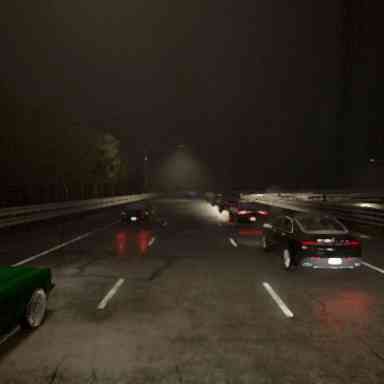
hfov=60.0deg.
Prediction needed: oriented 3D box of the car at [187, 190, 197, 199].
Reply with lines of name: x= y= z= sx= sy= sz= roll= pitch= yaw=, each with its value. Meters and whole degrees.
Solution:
car: x=0.010 y=0.483 z=74.954 sx=2.150 sy=2.045 sz=5.566 roll=0 pitch=0 yaw=0

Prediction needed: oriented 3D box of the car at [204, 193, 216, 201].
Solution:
car: x=3.509 y=0.940 z=65.564 sx=2.128 sy=1.511 sz=4.902 roll=0 pitch=1 yaw=0

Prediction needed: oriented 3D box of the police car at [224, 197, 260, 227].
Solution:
police car: x=3.504 y=1.353 z=21.567 sx=2.038 sy=1.542 sz=4.974 roll=0 pitch=0 yaw=0

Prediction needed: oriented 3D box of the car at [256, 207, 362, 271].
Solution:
car: x=3.502 y=1.431 z=10.568 sx=1.837 sy=1.490 sz=4.892 roll=0 pitch=0 yaw=0

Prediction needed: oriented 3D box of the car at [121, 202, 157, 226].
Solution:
car: x=-3.399 y=1.372 z=21.722 sx=1.812 sy=1.442 sz=4.674 roll=0 pitch=0 yaw=0

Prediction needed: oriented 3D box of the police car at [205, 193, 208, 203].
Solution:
police car: x=3.508 y=1.058 z=54.565 sx=2.038 sy=1.542 sz=4.974 roll=0 pitch=1 yaw=0

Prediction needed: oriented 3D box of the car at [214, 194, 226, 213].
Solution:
car: x=3.505 y=1.263 z=32.566 sx=1.837 sy=1.490 sz=4.892 roll=0 pitch=0 yaw=0

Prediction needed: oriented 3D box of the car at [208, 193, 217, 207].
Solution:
car: x=3.506 y=1.091 z=43.564 sx=2.033 sy=1.649 sz=4.856 roll=0 pitch=1 yaw=0

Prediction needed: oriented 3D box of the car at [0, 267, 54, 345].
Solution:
car: x=-3.401 y=1.574 z=3.875 sx=1.895 sy=1.301 sz=4.718 roll=0 pitch=0 yaw=0
